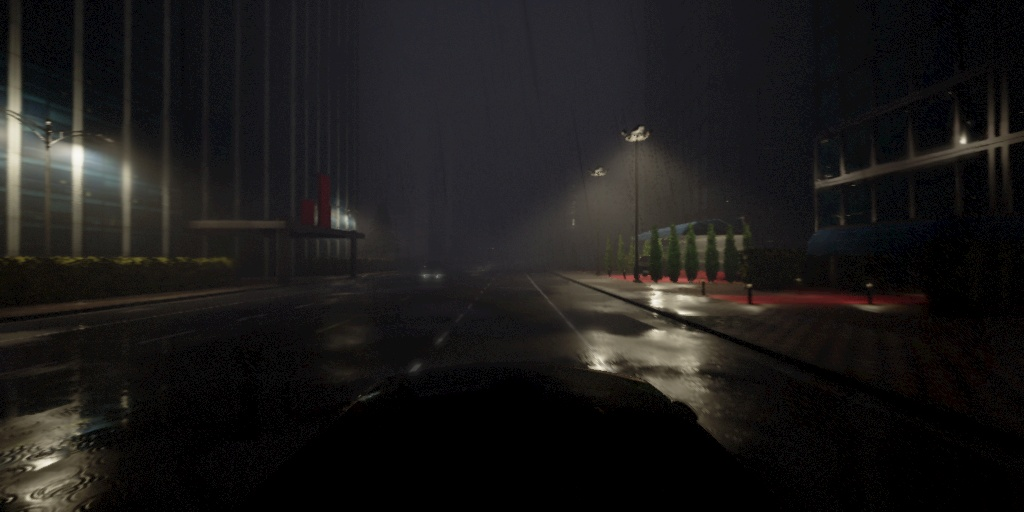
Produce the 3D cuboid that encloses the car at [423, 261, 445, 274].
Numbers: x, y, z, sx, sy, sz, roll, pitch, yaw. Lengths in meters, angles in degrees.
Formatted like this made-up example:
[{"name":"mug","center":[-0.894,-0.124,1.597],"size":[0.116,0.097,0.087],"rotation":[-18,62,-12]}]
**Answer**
[{"name":"car","center":[-10.491,1.399,48.323],"size":[2.097,1.767,4.553],"rotation":[0,-1,0]}]
